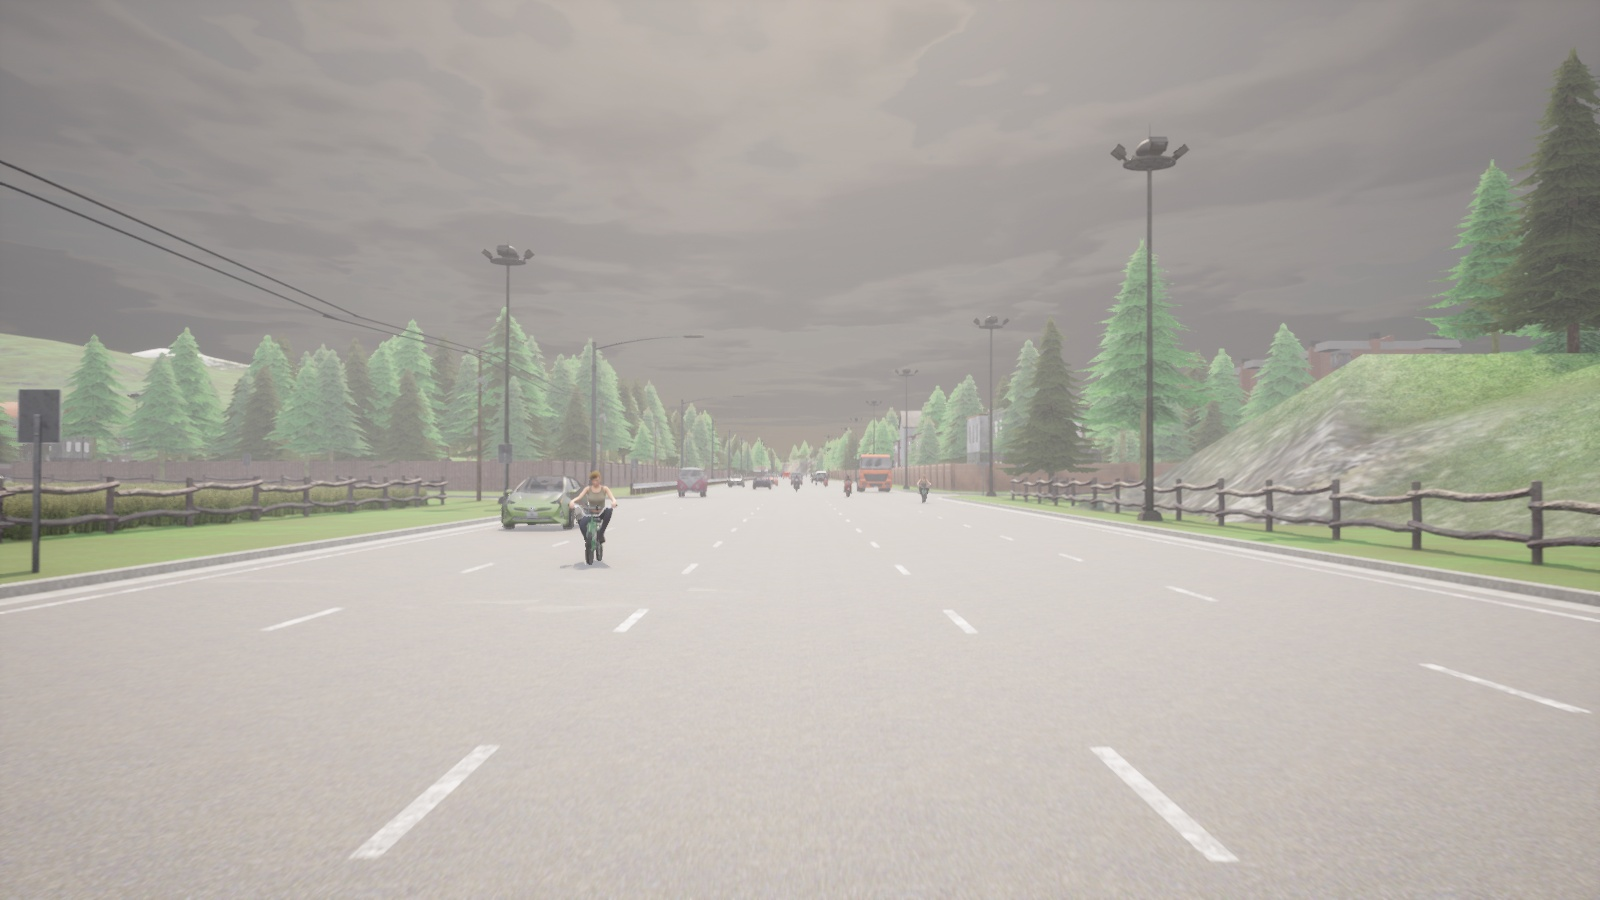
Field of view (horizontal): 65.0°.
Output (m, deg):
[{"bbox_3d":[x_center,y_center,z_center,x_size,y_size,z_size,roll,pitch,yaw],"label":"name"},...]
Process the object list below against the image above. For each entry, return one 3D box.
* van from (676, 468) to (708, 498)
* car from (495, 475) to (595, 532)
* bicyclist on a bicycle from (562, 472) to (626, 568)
[{"bbox_3d":[-7.209,2.208,84.191,1.775,1.987,4.442,0,-1,0],"label":"van"},{"bbox_3d":[-7.249,1.483,36.090,2.007,1.525,4.514,0,-1,-1],"label":"car"},{"bbox_3d":[-3.550,1.185,21.775,0.866,1.612,1.509,0,-1,0],"label":"bicyclist on a bicycle"}]
